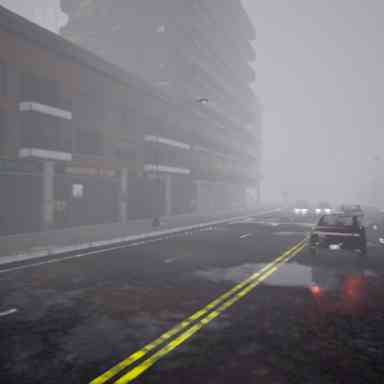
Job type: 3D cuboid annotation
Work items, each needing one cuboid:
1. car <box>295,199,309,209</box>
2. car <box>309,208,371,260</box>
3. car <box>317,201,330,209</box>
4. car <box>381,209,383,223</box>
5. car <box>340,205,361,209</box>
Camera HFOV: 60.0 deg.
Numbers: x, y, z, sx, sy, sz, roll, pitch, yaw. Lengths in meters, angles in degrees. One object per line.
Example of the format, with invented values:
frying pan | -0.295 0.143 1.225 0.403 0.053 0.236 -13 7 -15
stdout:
car | 17.826 1.957 53.918 2.128 1.511 4.902 0 0 23
car | 5.865 1.626 13.155 2.128 1.511 4.902 0 0 28
car | 21.360 2.097 53.818 1.895 1.301 4.718 0 0 23
car | 15.908 1.776 25.814 1.882 1.535 5.008 0 0 26
car | 12.664 1.765 26.582 2.128 1.511 4.902 0 0 26
